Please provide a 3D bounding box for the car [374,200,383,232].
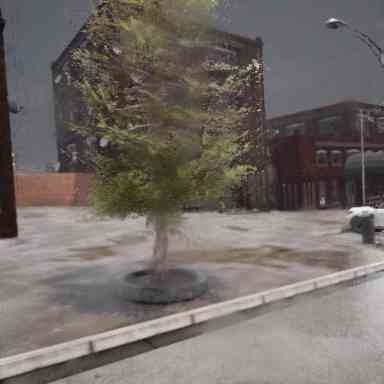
[{"bbox_3d":[12.968,1.301,18.220,2.185,1.767,4.553,0,0,-36],"label":"car"}]
